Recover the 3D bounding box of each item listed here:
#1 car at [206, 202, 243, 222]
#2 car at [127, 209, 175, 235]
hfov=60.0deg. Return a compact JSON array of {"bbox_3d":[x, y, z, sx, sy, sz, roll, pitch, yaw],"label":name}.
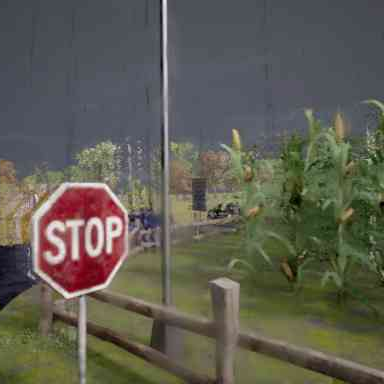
[{"bbox_3d":[3.094,1.625,28.182,1.837,1.490,4.892,-1,0,36],"label":"car"},{"bbox_3d":[-2.926,1.712,19.989,1.994,1.385,4.181,-1,0,37],"label":"car"}]
